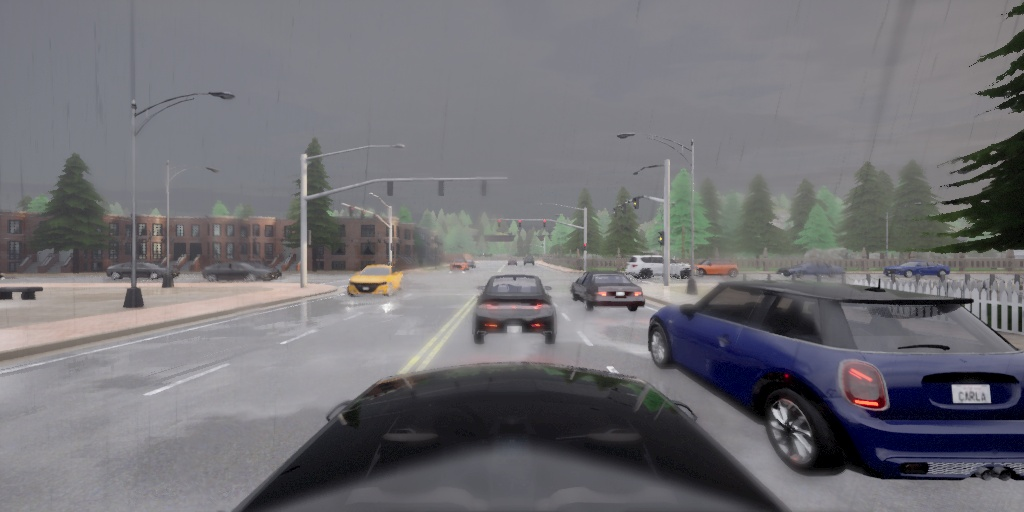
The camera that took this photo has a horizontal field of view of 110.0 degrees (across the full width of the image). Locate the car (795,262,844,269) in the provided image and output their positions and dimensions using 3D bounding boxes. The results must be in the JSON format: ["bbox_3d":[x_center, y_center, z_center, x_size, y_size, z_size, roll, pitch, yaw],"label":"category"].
[{"bbox_3d":[28.274,1.297,33.925,5.357,1.411,2.033,0,0,1],"label":"car"}]

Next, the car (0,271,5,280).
[{"bbox_3d":[-39.633,1.351,25.156,4.718,1.301,1.895,0,0,-19],"label":"car"}]

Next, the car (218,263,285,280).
[{"bbox_3d":[-22.148,1.314,30.620,4.181,1.385,1.994,0,0,-1],"label":"car"}]

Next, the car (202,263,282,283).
[{"bbox_3d":[-20.529,1.255,27.160,4.892,1.490,1.837,0,0,0],"label":"car"}]

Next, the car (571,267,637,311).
[{"bbox_3d":[3.600,1.297,14.356,2.033,1.411,5.357,0,0,0],"label":"car"}]

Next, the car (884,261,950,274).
[{"bbox_3d":[38.152,1.228,33.897,5.008,1.535,1.882,0,0,0],"label":"car"}]

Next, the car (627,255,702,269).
[{"bbox_3d":[12.512,0.971,30.273,5.566,2.045,2.150,0,0,0],"label":"car"}]

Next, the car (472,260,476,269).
[{"bbox_3d":[-7.013,1.276,58.250,1.812,1.442,4.674,0,0,1],"label":"car"}]

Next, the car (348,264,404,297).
[{"bbox_3d":[-7.030,1.228,19.039,1.882,1.535,5.008,1,0,-7],"label":"car"}]

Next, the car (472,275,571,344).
[{"bbox_3d":[0.073,1.242,9.528,2.128,1.511,4.902,0,0,1],"label":"car"}]

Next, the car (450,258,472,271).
[{"bbox_3d":[-7.036,1.102,48.317,2.097,1.767,4.553,0,0,0],"label":"car"}]

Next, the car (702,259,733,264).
[{"bbox_3d":[18.749,1.102,33.950,4.553,1.767,2.097,0,0,0],"label":"car"}]

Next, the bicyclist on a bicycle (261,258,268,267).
[{"bbox_3d":[-28.766,1.053,41.635,0.582,1.620,1.656,0,0,-1],"label":"bicyclist on a bicycle"}]

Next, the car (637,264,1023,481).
[{"bbox_3d":[3.606,1.102,4.938,2.097,1.767,4.553,0,0,0],"label":"car"}]

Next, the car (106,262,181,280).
[{"bbox_3d":[-30.992,1.252,30.250,4.892,1.490,1.837,1,0,-5],"label":"car"}]
